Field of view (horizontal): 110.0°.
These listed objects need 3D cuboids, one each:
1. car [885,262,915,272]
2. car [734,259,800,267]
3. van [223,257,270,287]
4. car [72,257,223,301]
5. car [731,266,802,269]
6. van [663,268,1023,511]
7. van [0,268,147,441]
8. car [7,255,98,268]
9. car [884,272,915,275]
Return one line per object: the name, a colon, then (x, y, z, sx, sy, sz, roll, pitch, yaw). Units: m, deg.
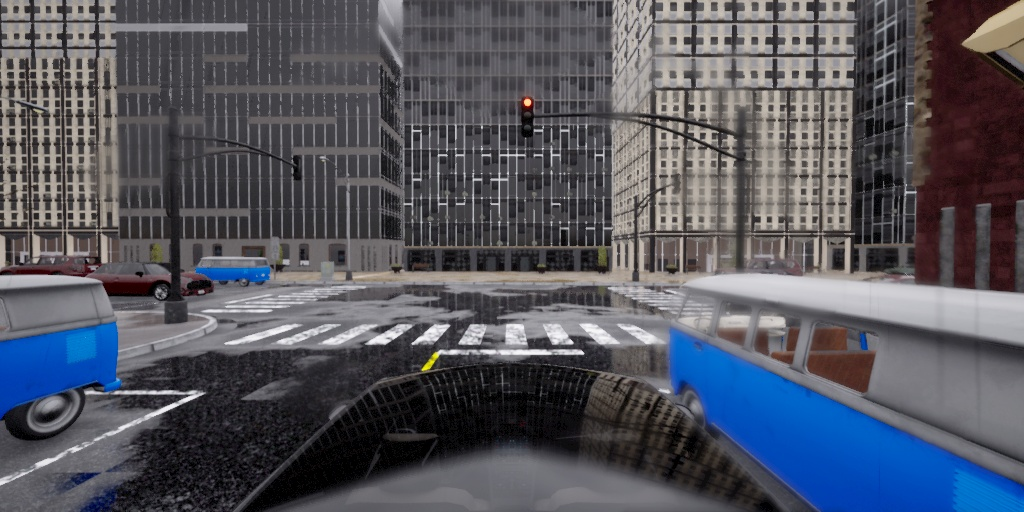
car: (23.594, 1.075, 19.542, 5.566, 2.045, 2.150, 1, 1, 0)
car: (15.132, 1.084, 22.156, 5.009, 1.841, 2.192, 0, 0, 0)
van: (-17.258, 0.946, 22.186, 3.998, 1.789, 1.690, 0, 0, 0)
car: (-16.435, 1.044, 16.381, 4.553, 1.767, 2.097, 0, 1, 0)
car: (13.626, 1.400, 19.552, 4.718, 1.301, 1.895, 0, 1, 0)
van: (2.686, 1.090, 2.754, 1.690, 1.789, 3.998, 0, 0, 0)
van: (-5.695, 1.090, 2.741, 1.690, 1.789, 3.998, 0, 0, 0)
car: (-28.303, 0.869, 22.196, 5.009, 1.841, 2.192, 0, 0, 0)
car: (15.123, 1.434, 13.777, 4.507, 1.381, 1.888, 0, 0, 0)
